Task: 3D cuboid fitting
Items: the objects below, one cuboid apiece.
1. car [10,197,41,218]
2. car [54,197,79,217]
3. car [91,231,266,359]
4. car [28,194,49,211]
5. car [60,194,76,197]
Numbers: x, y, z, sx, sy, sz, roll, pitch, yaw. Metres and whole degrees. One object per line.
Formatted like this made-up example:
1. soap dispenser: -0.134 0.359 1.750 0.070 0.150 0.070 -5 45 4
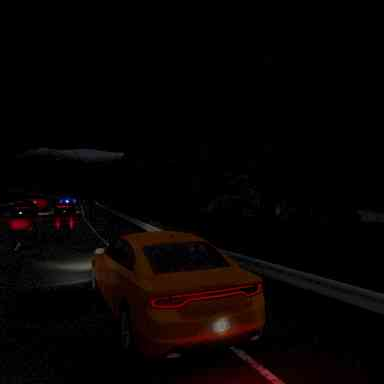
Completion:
1. car: -15.157 1.505 30.132 1.837 1.490 4.892 0 0 -19
2. car: -11.984 1.492 31.525 2.128 1.511 4.902 0 0 -19
3. car: -0.677 1.478 6.302 1.882 1.535 5.008 0 0 -25
4. car: -18.581 1.221 40.022 2.150 2.045 5.566 0 0 -19
5. car: -15.417 1.221 41.419 2.150 2.045 5.566 0 0 -18
